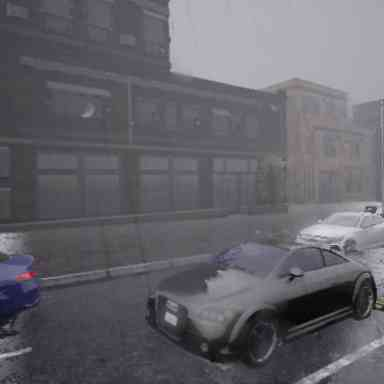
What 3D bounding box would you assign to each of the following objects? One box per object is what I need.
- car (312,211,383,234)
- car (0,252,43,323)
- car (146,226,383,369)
[{"bbox_3d":[5.901,1.477,12.416,4.674,1.442,1.812,0,0,-35],"label":"car"},{"bbox_3d":[-4.737,1.529,4.850,4.674,1.442,1.812,0,0,-35],"label":"car"},{"bbox_3d":[1.335,1.547,5.736,4.181,1.385,1.994,0,0,-35],"label":"car"}]
